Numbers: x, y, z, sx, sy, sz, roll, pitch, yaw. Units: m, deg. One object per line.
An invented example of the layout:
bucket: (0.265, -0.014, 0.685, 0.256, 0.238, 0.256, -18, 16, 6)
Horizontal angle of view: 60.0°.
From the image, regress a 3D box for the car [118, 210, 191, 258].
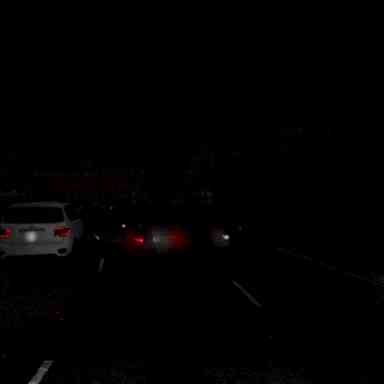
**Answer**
car: (-1.749, 1.652, 13.385, 2.033, 1.411, 5.357, 0, 0, -14)

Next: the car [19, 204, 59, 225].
car: (-12.932, 1.780, 27.925, 2.033, 1.411, 5.357, 0, -1, -37)

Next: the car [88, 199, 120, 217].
car: (-9.404, 1.631, 34.932, 2.097, 1.767, 4.553, 0, -1, -39)

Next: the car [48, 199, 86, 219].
car: (-12.580, 1.624, 33.264, 2.097, 1.767, 4.553, 0, 0, -40)

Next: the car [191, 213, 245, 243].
car: (0.863, 1.727, 16.895, 1.895, 1.301, 4.718, 0, 0, -17)

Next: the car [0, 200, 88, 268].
car: (-5.153, 1.323, 11.969, 2.150, 2.045, 5.566, 0, 0, -14)
